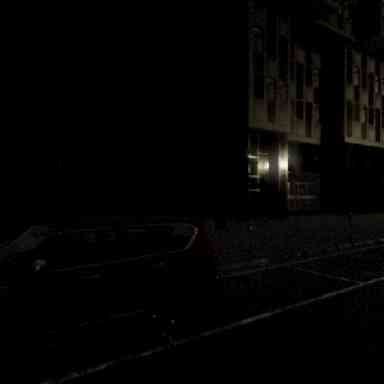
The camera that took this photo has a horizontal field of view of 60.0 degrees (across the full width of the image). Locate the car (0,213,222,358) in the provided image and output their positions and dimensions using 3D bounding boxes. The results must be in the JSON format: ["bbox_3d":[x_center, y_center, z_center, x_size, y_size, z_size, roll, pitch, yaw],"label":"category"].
[{"bbox_3d":[-1.793,1.314,5.253,5.009,1.841,2.192,0,0,-36],"label":"car"}]
